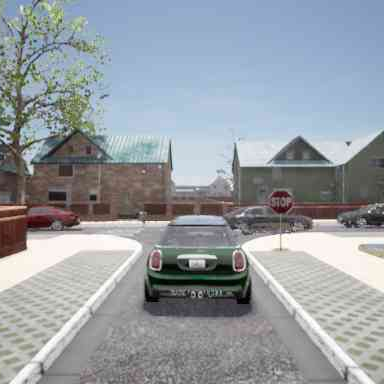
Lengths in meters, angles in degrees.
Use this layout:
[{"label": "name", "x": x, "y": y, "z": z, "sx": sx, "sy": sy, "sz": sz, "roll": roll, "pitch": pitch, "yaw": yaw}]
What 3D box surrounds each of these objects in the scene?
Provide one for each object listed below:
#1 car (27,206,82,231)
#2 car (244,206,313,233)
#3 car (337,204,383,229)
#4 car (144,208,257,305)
[{"label": "car", "x": -9.724, "y": 1.693, "z": 21.398, "sx": 5.008, "sy": 1.535, "sz": 1.882, "roll": -1, "pitch": -2, "yaw": 1}, {"label": "car", "x": 4.093, "y": 1.518, "z": 18.274, "sx": 4.892, "sy": 1.490, "sz": 1.837, "roll": -1, "pitch": -1, "yaw": 1}, {"label": "car", "x": 11.826, "y": 1.521, "z": 21.138, "sx": 4.892, "sy": 1.490, "sz": 1.837, "roll": 0, "pitch": -2, "yaw": 1}, {"label": "car", "x": 0.200, "y": 1.368, "z": 8.354, "sx": 2.097, "sy": 1.767, "sz": 4.553, "roll": 0, "pitch": 0, "yaw": 3}]
